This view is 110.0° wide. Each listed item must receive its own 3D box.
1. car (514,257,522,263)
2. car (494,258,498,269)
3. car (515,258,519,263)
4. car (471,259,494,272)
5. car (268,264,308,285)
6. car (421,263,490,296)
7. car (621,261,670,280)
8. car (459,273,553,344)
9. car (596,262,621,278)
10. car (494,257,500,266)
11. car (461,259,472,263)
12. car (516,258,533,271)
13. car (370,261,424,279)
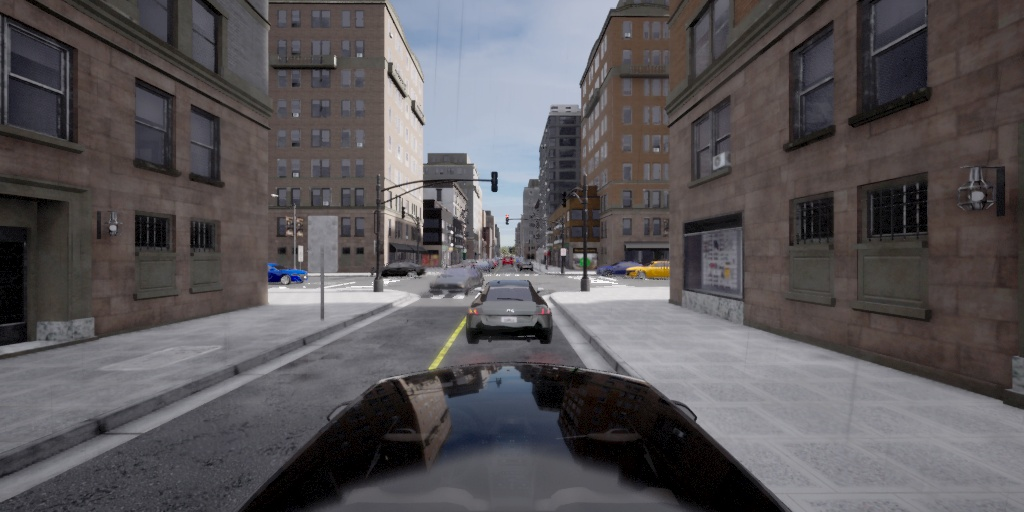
[{"bbox_3d":[1.787,1.386,65.181,1.948,1.339,4.313,0,0,0],"label":"car"},{"bbox_3d":[-3.608,1.347,54.313,2.033,1.411,5.357,0,0,0],"label":"car"},{"bbox_3d":[1.830,1.391,59.671,1.802,1.307,4.207,0,0,0],"label":"car"},{"bbox_3d":[-3.560,1.309,44.633,1.812,1.442,4.674,0,0,1],"label":"car"},{"bbox_3d":[-17.575,1.288,26.167,5.008,1.535,1.882,0,0,1],"label":"car"},{"bbox_3d":[-2.809,1.291,19.333,2.033,1.411,5.357,0,0,6],"label":"car"},{"bbox_3d":[12.111,1.176,30.007,5.008,1.535,1.882,0,0,-1],"label":"car"},{"bbox_3d":[-0.067,1.314,9.578,1.994,1.385,4.181,0,0,0],"label":"car"},{"bbox_3d":[10.212,1.238,33.291,4.674,1.442,1.812,0,0,1],"label":"car"},{"bbox_3d":[-3.653,1.296,64.265,1.882,1.535,5.008,0,0,0],"label":"car"},{"bbox_3d":[-6.108,1.230,48.587,1.967,1.591,4.097,0,0,0],"label":"car"},{"bbox_3d":[1.916,1.356,48.649,1.948,1.339,4.313,0,0,0],"label":"car"},{"bbox_3d":[-10.409,1.269,32.965,5.008,1.535,1.882,0,0,-1],"label":"car"}]
